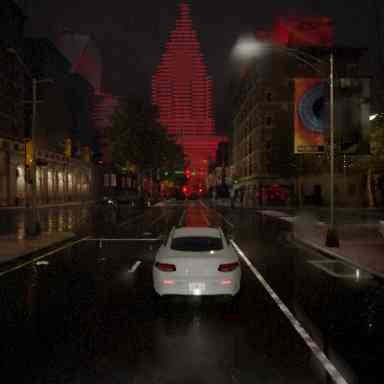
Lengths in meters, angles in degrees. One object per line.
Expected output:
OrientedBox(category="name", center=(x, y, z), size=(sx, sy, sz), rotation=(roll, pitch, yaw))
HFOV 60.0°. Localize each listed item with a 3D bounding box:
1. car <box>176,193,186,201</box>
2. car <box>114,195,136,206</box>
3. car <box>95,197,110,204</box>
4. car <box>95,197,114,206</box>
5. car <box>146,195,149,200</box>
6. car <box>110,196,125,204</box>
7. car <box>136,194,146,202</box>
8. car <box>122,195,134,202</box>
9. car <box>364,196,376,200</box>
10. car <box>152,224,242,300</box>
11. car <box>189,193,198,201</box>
OrientedBox(category="car", center=(-3.113, 1.553, 87.286), size=(1.994, 1.385, 4.181), rotation=(0, 0, 0))
OrientedBox(category="car", center=(-11.334, 1.478, 56.713), size=(1.882, 1.535, 5.008), rotation=(0, 0, 0))
OrientedBox(category="car", center=(-17.954, 1.595, 66.861), size=(1.895, 1.301, 4.718), rotation=(0, 0, 0))
OrientedBox(category="car", center=(-14.833, 1.547, 56.777), size=(2.033, 1.411, 5.357), rotation=(0, 0, 0))
OrientedBox(category="car", center=(-11.160, 1.355, 76.746), size=(2.097, 1.767, 4.553), rotation=(0, 0, 0))
OrientedBox(category="car", center=(-14.723, 1.505, 66.316), size=(1.837, 1.490, 4.892), rotation=(0, 0, 1))
OrientedBox(category="car", center=(-11.225, 1.547, 66.526), size=(2.033, 1.411, 5.357), rotation=(0, 0, 1))
OrientedBox(category="car", center=(-14.661, 1.478, 76.730), size=(1.882, 1.535, 5.008), rotation=(0, 0, 0))
OrientedBox(category="car", center=(34.746, 1.481, 68.020), size=(2.231, 1.521, 4.892), rotation=(0, 0, 0))
OrientedBox(category="car", center=(0.113, 1.526, 8.250), size=(1.812, 1.442, 4.674), rotation=(0, 0, 1))
OrientedBox(category="car", center=(0.385, 1.355, 86.889), size=(2.097, 1.767, 4.553), rotation=(0, 0, 0))
